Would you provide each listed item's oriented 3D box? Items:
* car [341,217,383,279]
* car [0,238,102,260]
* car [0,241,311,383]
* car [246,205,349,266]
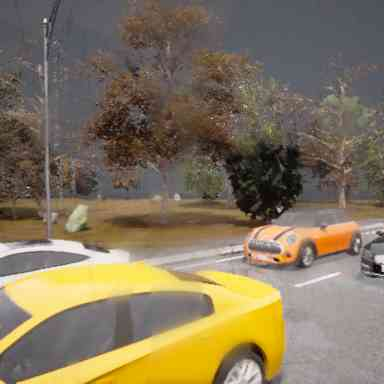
[{"bbox_3d":[6.375,1.449,8.946,4.902,1.511,2.128,-1,-1,-38],"label":"car"},{"bbox_3d":[-3.256,1.635,5.997,4.674,1.442,1.812,-1,-1,-37],"label":"car"},{"bbox_3d":[-1.218,1.529,3.158,5.008,1.535,1.882,-1,-1,-36],"label":"car"},{"bbox_3d":[3.884,1.372,11.446,4.553,1.767,2.097,-1,-1,-38],"label":"car"}]
